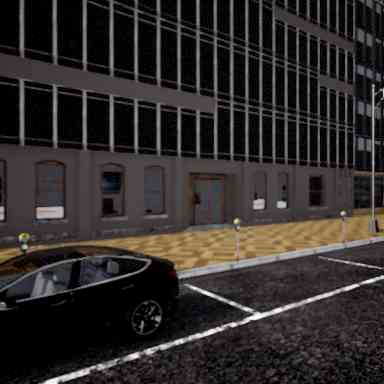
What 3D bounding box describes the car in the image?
[{"bbox_3d":[-2.188,1.562,4.996,4.313,1.339,1.947,0,0,-36],"label":"car"}]
